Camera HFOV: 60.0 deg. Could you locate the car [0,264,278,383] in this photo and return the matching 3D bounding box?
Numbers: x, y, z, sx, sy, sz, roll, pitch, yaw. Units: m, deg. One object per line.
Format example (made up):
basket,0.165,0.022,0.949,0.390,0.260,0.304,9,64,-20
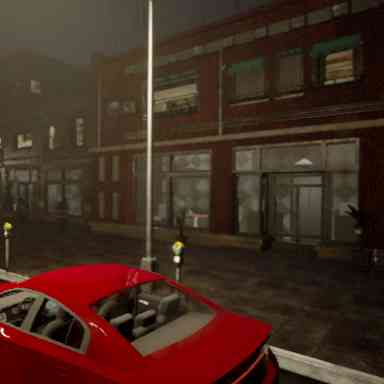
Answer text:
car,-1.313,1.538,3.810,4.507,1.381,1.887,0,1,36
